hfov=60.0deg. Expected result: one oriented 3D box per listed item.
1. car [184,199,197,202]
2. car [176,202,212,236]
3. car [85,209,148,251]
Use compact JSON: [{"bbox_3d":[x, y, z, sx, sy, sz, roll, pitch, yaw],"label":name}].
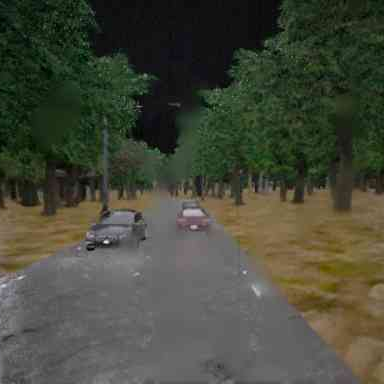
[{"bbox_3d":[-0.194,1.497,37.707,2.128,1.511,4.902,0,0,-2],"label":"car"},{"bbox_3d":[0.090,1.535,18.499,1.812,1.442,4.674,0,0,0],"label":"car"},{"bbox_3d":[-3.019,1.513,14.124,1.837,1.490,4.892,0,0,0],"label":"car"}]
